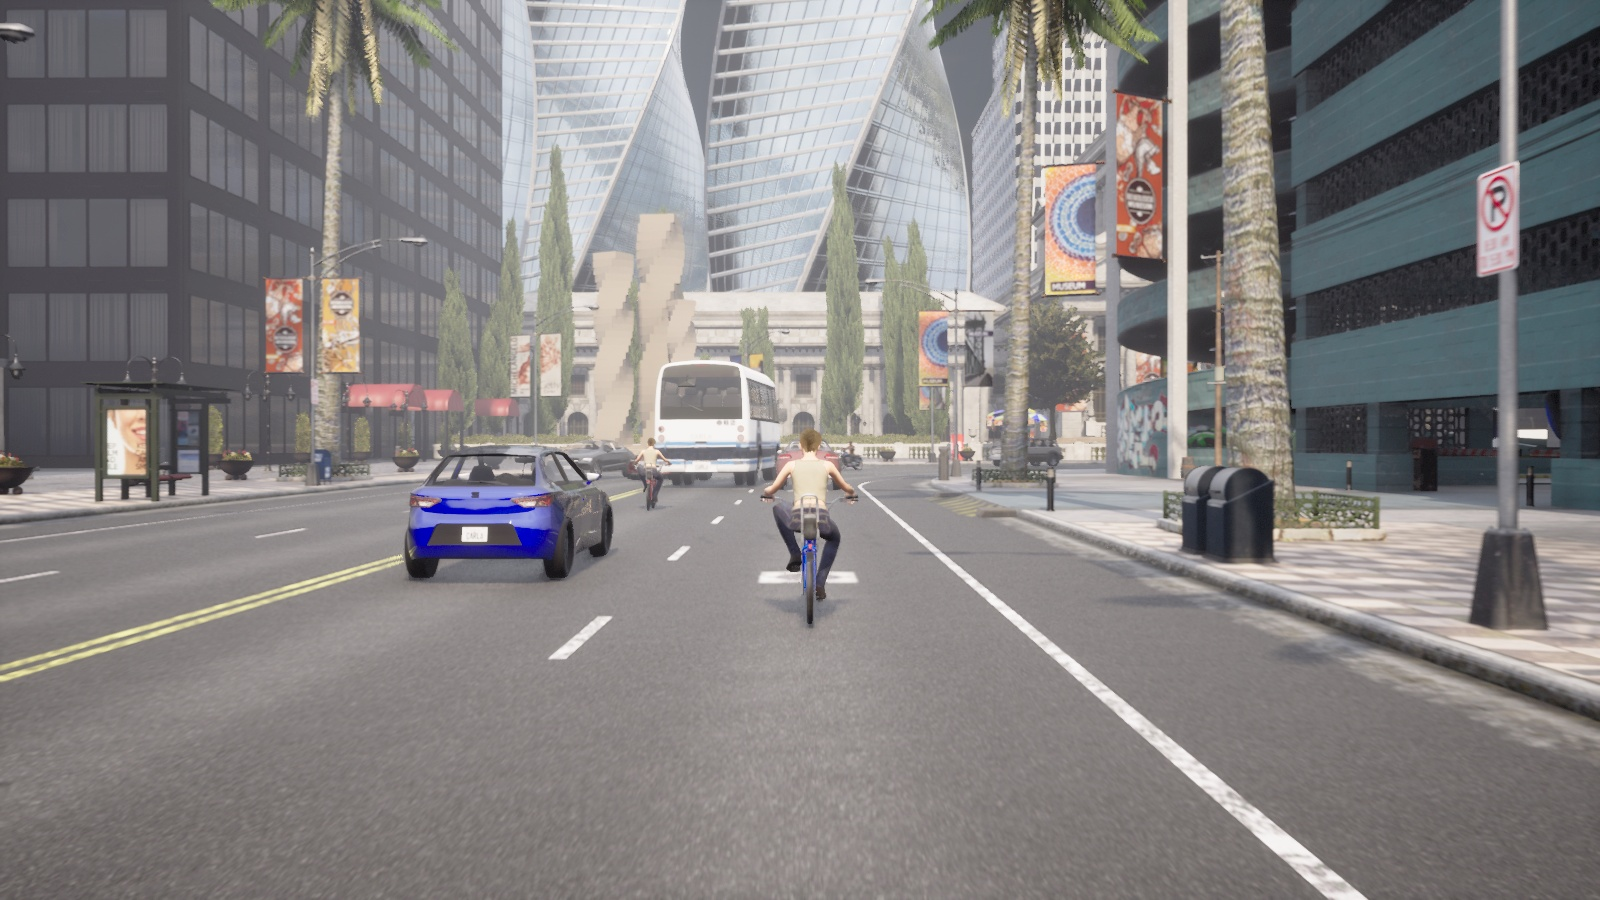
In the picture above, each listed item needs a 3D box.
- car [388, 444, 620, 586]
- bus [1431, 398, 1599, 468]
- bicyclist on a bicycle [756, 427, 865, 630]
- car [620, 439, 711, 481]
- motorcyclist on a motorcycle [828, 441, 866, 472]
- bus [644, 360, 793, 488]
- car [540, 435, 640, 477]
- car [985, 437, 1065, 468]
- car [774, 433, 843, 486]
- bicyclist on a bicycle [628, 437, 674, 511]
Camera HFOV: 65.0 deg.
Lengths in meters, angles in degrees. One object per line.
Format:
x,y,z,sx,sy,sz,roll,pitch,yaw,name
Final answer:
-3.398,0.671,15.242,1.816,1.474,4.193,0,0,0,car
45.658,-1.037,78.701,10.273,4.253,3.944,0,0,0,bus
0.082,0.622,10.748,0.866,1.612,1.509,0,0,0,bicyclist on a bicycle
-5.419,0.383,51.281,2.033,1.649,4.856,0,0,16,car
2.521,0.321,67.088,0.766,1.649,2.350,1,1,40,motorcyclist on a motorcycle
-2.750,-0.897,46.964,3.944,4.253,10.273,0,0,5,bus
-8.706,0.222,52.595,2.152,1.651,5.027,0,0,17,car
13.743,0.142,76.686,4.605,1.855,1.932,0,0,-29,car
0.308,0.290,41.709,2.152,1.651,5.027,0,0,1,car
-3.320,0.522,28.086,0.866,1.612,1.509,0,0,0,bicyclist on a bicycle
